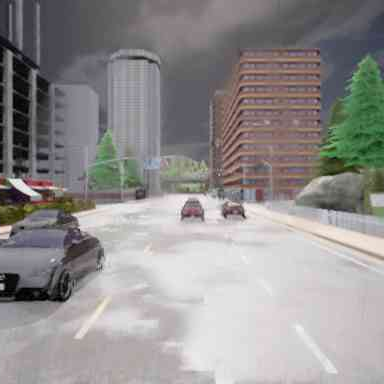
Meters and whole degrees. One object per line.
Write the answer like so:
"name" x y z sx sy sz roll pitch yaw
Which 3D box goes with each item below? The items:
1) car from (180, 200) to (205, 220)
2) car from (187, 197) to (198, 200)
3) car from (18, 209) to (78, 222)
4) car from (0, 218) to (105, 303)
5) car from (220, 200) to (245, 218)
"car" 0.062 1.555 27.303 1.895 1.301 4.718 0 0 0
"car" 0.082 1.438 40.480 1.837 1.490 4.892 0 0 0
"car" -7.067 1.537 16.359 1.994 1.385 4.181 0 0 0
"car" -3.547 1.551 8.080 1.994 1.385 4.181 0 0 1
"car" 3.573 1.477 29.462 1.812 1.442 4.674 0 0 0
